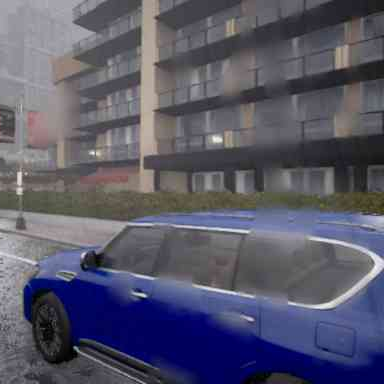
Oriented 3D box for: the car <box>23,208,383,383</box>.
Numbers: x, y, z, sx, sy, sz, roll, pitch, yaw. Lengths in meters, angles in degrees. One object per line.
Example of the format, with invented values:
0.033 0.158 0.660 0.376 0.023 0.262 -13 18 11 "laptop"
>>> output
0.165 1.225 4.074 5.566 2.045 2.150 0 0 38 "car"
